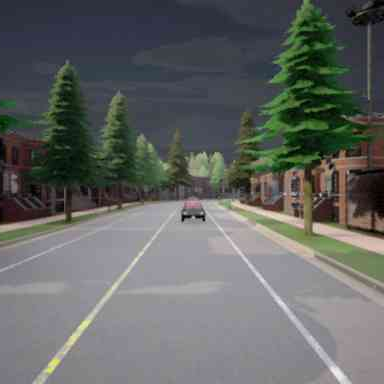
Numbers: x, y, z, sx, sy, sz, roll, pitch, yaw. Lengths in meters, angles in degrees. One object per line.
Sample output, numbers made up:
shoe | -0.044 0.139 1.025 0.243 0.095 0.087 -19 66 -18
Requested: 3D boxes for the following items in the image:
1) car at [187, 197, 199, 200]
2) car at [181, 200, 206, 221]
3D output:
car | 0.108 1.343 39.888 2.097 1.767 4.553 0 0 0
car | 0.107 1.595 26.668 1.895 1.301 4.718 0 0 0
